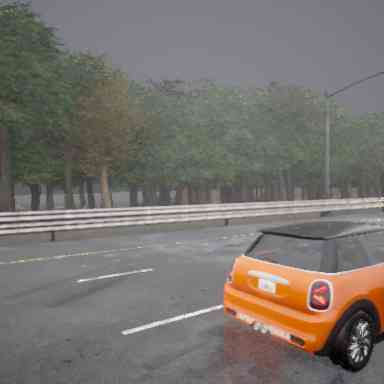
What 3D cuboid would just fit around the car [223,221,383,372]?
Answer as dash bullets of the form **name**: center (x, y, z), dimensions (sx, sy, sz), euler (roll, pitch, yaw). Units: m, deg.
- **car**: center (2.766, 1.302, 5.845), dimensions (4.553, 1.767, 2.097), euler (-1, 0, -36)
